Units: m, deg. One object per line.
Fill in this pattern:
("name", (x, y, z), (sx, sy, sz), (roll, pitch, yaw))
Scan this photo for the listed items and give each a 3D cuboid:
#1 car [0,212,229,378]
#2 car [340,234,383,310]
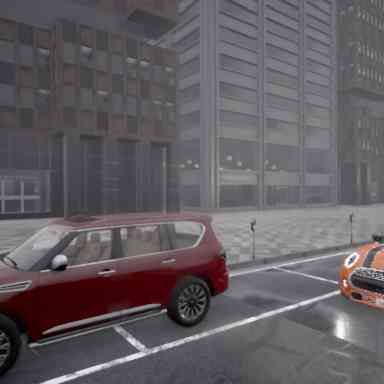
("car", (-1.638, 1.315, 5.486), (5.009, 1.841, 2.192), (0, 0, -36))
("car", (5.177, 1.352, 7.089), (4.553, 1.767, 2.097), (0, 0, -36))
